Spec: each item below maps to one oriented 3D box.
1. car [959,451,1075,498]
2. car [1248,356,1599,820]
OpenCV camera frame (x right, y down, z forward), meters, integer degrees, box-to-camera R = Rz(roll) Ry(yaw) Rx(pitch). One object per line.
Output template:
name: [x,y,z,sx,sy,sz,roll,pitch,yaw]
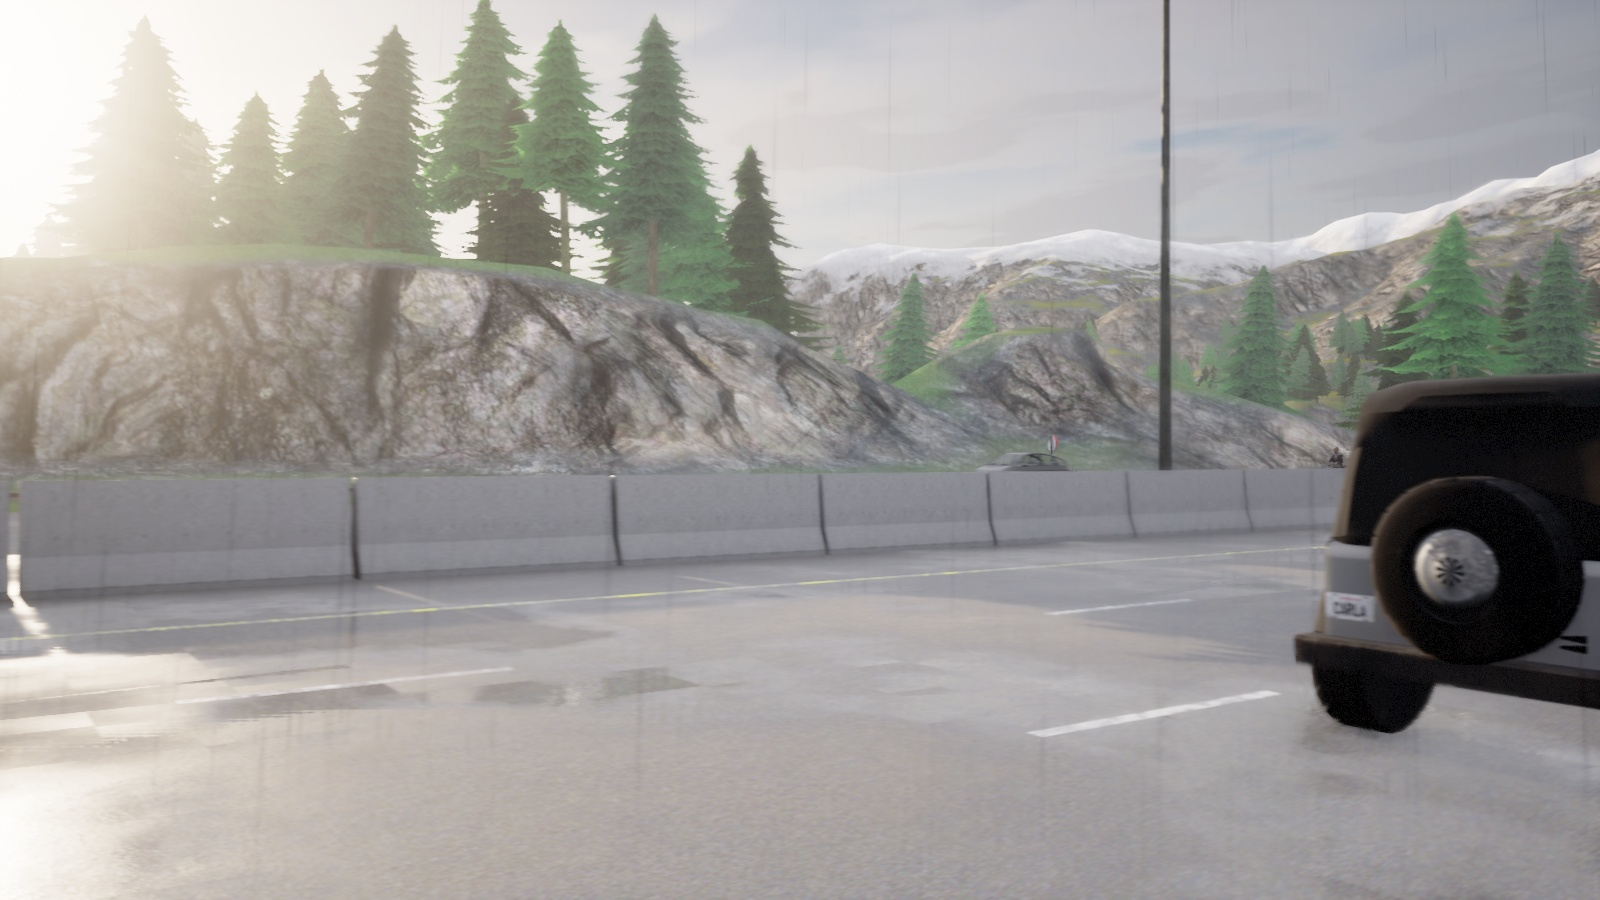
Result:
car: [7.440,0.815,42.952,3.705,1.549,1.789,0,0,-35]
car: [4.428,0.549,6.742,3.866,1.878,1.905,0,0,-35]
